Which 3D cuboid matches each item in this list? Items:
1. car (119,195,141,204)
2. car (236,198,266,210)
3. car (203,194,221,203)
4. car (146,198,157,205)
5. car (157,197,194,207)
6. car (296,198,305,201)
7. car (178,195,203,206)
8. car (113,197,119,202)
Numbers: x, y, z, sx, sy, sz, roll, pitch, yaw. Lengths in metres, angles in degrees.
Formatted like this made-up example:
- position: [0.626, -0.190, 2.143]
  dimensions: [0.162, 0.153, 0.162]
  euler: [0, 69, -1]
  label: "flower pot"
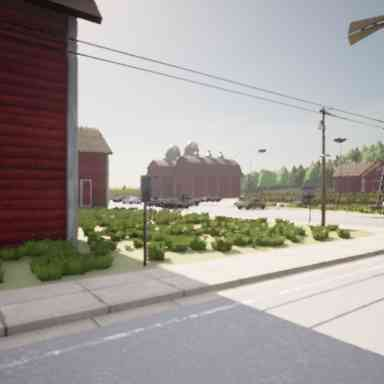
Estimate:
- position: [-11.001, 1.568, 60.670]
  dimensions: [1.812, 1.442, 4.674]
  euler: [0, 0, -37]
  label: "car"
- position: [7.701, 1.555, 43.079]
  dimensions: [4.193, 1.474, 1.816]
  euler: [0, 0, -36]
  label: "car"
- position: [3.968, 1.380, 69.675]
  dimensions: [4.605, 1.855, 1.932]
  euler: [0, 0, -36]
  label: "car"
- position: [-5.277, 1.590, 53.020]
  dimensions: [2.033, 1.411, 5.357]
  euler: [0, 0, -36]
  label: "car"
- position: [-2.178, 1.637, 42.710]
  dimensions: [1.895, 1.301, 4.718]
  euler: [0, 0, -36]
  label: "car"
- position: [17.382, 1.590, 51.635]
  dimensions: [3.905, 1.438, 1.784]
  euler: [0, 0, -36]
  label: "car"
- position: [-0.716, 1.362, 53.626]
  dimensions: [3.866, 1.878, 1.905]
  euler: [0, 0, -36]
  label: "car"
- position: [-15.004, 1.529, 73.166]
  dimensions: [4.611, 1.667, 2.242]
  euler: [0, 0, -36]
  label: "car"
